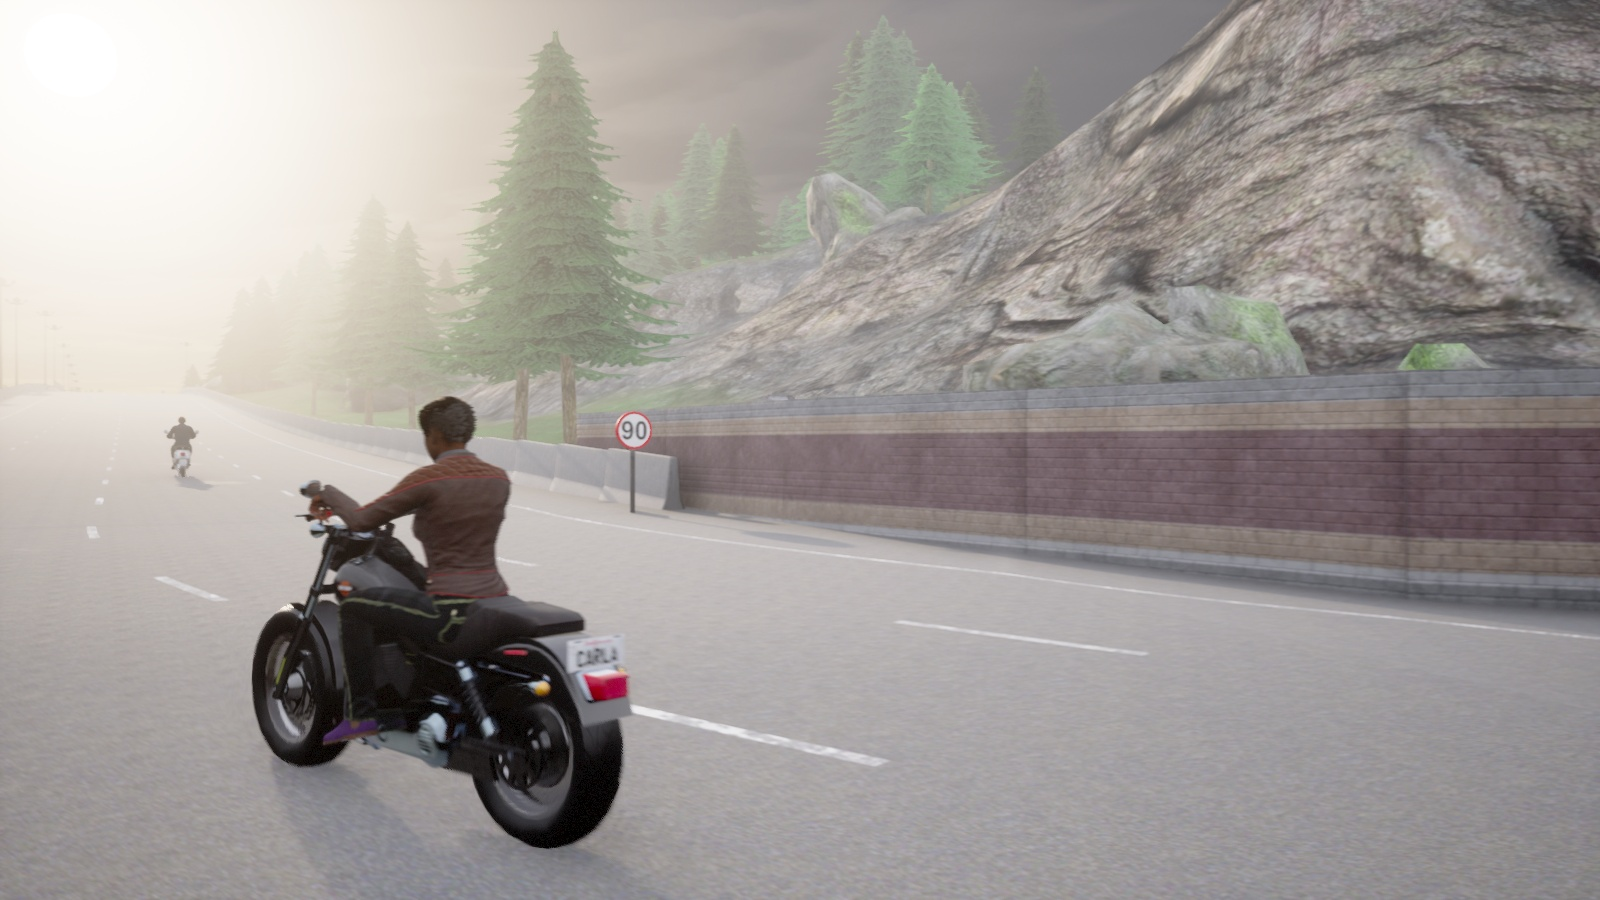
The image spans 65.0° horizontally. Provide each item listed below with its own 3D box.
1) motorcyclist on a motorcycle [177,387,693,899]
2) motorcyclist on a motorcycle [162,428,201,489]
[{"bbox_3d":[-1.542,0.626,4.994,2.350,1.649,0.766,0,0,39],"label":"motorcyclist on a motorcycle"},{"bbox_3d":[-16.541,0.204,33.572,0.866,1.590,1.817,-1,1,-28],"label":"motorcyclist on a motorcycle"}]
